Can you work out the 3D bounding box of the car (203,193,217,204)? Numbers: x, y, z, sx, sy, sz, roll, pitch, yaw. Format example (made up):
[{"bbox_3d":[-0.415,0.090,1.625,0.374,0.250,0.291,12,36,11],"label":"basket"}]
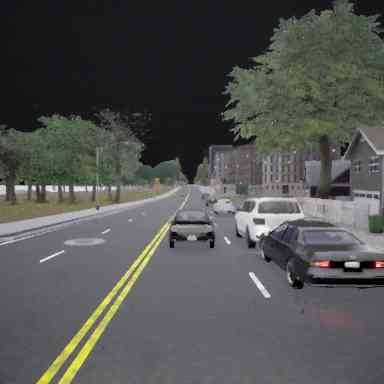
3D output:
[{"bbox_3d":[3.266,1.308,54.373,2.097,1.767,4.553,0,0,1],"label":"car"}]

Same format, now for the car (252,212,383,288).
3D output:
[{"bbox_3d":[3.250,1.513,9.266,2.033,1.411,5.357,0,0,0],"label":"car"}]

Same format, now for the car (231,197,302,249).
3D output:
[{"bbox_3d":[3.248,1.251,14.689,2.150,2.045,5.566,0,0,0],"label":"car"}]

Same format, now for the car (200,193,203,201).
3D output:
[{"bbox_3d":[3.251,1.154,80.582,2.150,2.045,5.566,0,0,0],"label":"car"}]

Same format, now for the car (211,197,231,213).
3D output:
[{"bbox_3d":[3.250,1.490,34.414,1.812,1.442,4.674,0,0,0],"label":"car"}]

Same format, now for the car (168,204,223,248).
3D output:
[{"bbox_3d":[0.000,1.492,14.657,2.128,1.511,4.902,0,0,0],"label":"car"}]
